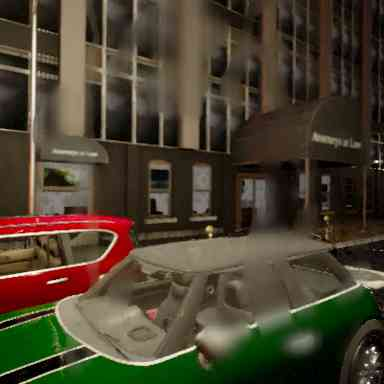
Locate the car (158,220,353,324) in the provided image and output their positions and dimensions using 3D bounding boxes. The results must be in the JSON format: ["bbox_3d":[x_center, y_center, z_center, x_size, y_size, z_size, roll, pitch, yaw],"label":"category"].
[{"bbox_3d":[1.587,1.526,7.634,4.313,1.339,1.947,-1,1,-35],"label":"car"}]

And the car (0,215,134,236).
[{"bbox_3d":[-2.951,1.315,4.392,5.009,1.841,2.192,-1,1,-35],"label":"car"}]

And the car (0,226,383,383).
[{"bbox_3d":[-0.072,1.339,3.327,4.553,1.767,2.097,-1,0,-35],"label":"car"}]
